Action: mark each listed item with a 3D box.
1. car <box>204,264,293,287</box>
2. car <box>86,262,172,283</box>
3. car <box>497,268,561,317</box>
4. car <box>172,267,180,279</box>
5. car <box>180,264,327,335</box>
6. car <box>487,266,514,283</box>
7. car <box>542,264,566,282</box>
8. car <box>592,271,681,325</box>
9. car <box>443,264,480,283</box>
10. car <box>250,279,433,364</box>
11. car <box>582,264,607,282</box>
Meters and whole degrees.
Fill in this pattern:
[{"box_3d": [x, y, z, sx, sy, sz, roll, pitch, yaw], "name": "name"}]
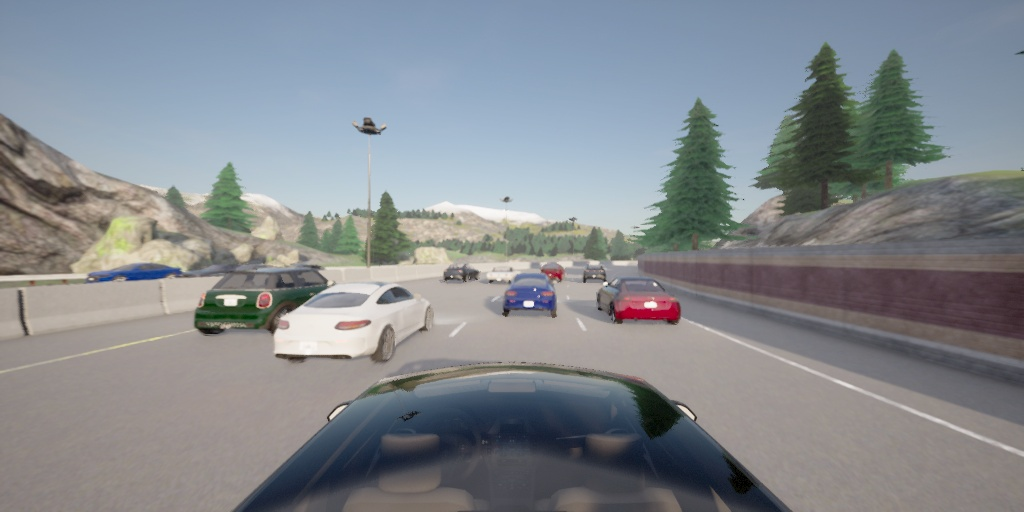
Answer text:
[{"box_3d": [-18.979, 1.329, 26.225, 2.033, 1.411, 5.357, 0, 0, 9], "name": "car"}, {"box_3d": [-26.226, 1.218, 25.140, 1.882, 1.535, 5.008, 0, 0, 9], "name": "car"}, {"box_3d": [0.726, 1.339, 13.488, 1.812, 1.442, 4.674, 0, 0, 5], "name": "car"}, {"box_3d": [-22.286, 1.320, 27.724, 2.033, 1.411, 5.357, 0, 0, 10], "name": "car"}, {"box_3d": [-6.484, 1.115, 10.553, 2.097, 1.767, 4.553, 0, 0, 4], "name": "car"}, {"box_3d": [-0.532, 1.486, 28.871, 1.895, 1.301, 4.718, 0, 0, 11], "name": "car"}, {"box_3d": [3.581, 1.395, 31.249, 1.882, 1.535, 5.008, 0, 0, 13], "name": "car"}, {"box_3d": [4.149, 1.388, 12.330, 1.994, 1.385, 4.181, 0, 0, 5], "name": "car"}, {"box_3d": [-4.012, 1.361, 29.193, 2.128, 1.511, 4.902, 0, 0, 11], "name": "car"}, {"box_3d": [-3.170, 1.292, 8.061, 1.812, 1.442, 4.674, 0, 0, 2], "name": "car"}, {"box_3d": [7.061, 1.423, 30.762, 2.128, 1.511, 4.902, 0, 0, 13], "name": "car"}]
